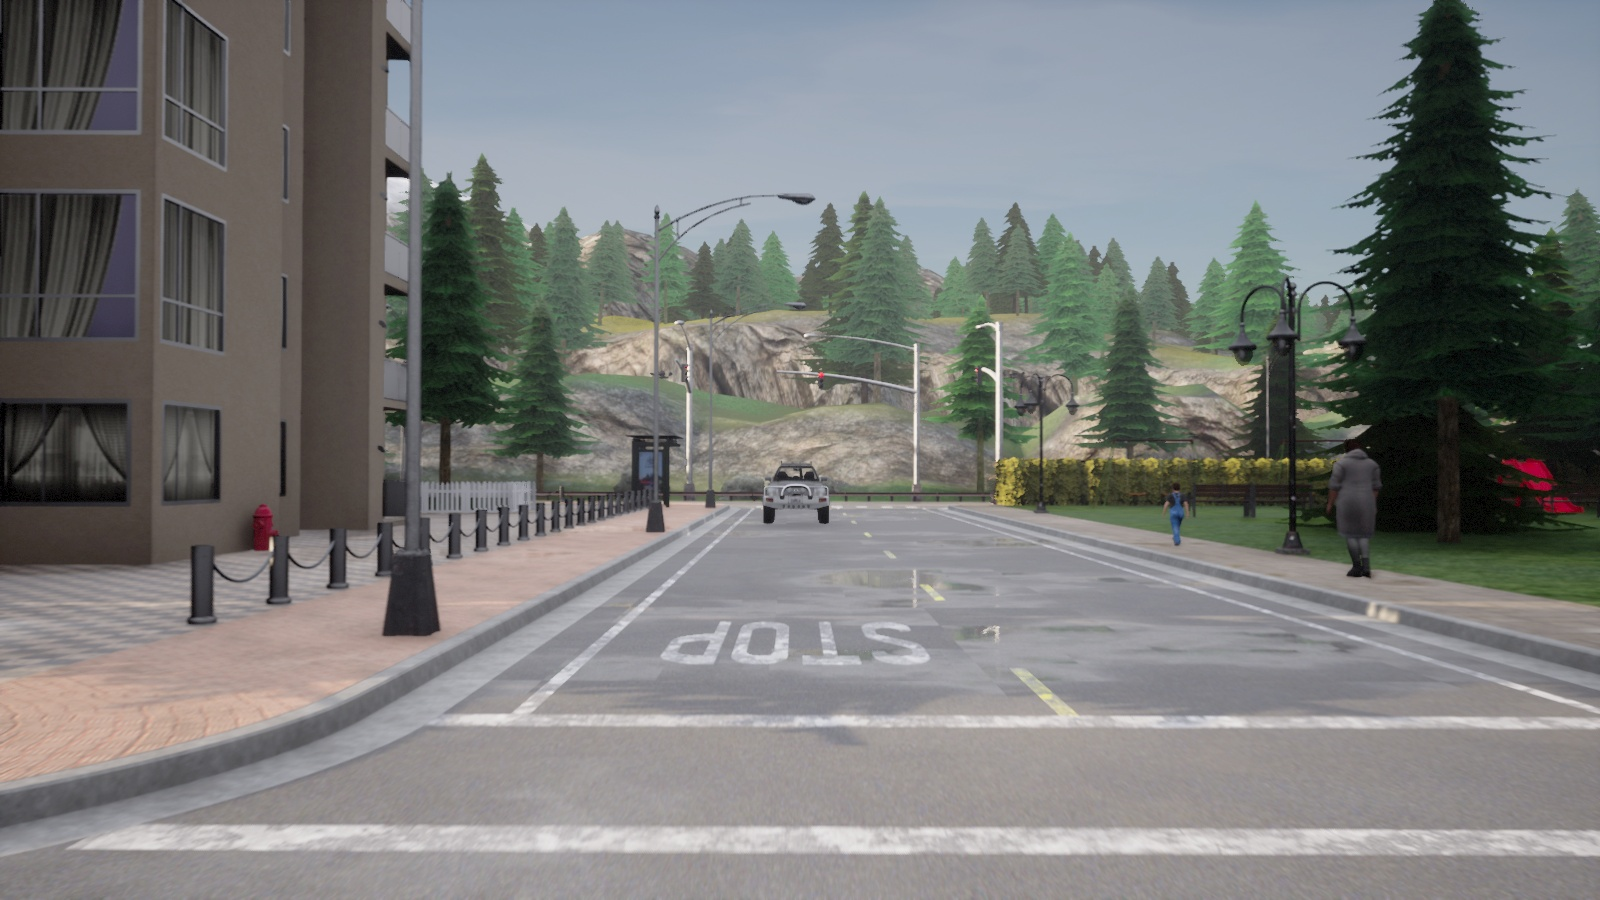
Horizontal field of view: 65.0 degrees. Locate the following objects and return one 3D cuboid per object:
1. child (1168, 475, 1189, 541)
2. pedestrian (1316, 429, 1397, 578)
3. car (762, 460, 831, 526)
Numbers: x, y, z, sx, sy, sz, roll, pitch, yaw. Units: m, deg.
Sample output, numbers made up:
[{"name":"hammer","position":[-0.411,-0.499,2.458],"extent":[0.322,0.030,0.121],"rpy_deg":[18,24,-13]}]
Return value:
[{"name":"child","position":[7.255,1.108,24.075],"extent":[0.270,1.263,0.437],"rpy_deg":[0,-1,0]},{"name":"pedestrian","position":[7.469,0.705,16.892],"extent":[0.659,1.952,0.873],"rpy_deg":[0,-1,-1]},{"name":"car","position":[-0.104,1.251,37.828],"extent":[1.932,1.855,4.605],"rpy_deg":[0,-1,0]}]
